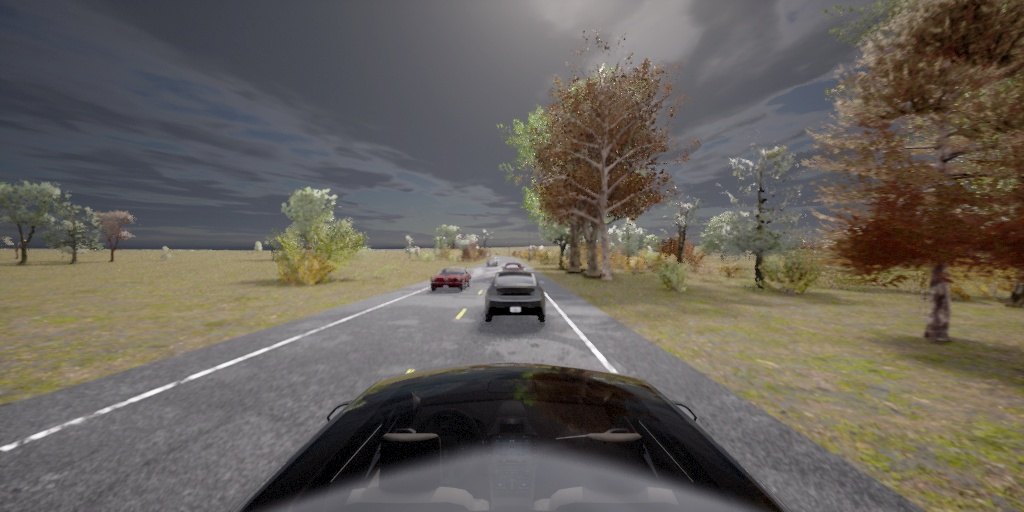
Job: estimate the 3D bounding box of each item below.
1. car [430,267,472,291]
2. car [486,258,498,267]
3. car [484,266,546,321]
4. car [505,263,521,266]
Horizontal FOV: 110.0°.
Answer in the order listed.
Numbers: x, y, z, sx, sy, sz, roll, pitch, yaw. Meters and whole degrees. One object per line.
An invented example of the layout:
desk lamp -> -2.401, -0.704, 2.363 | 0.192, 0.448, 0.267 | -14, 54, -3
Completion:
car -> -3.598, 1.348, 21.696 | 1.895, 1.301, 4.718 | 0, 0, 0
car -> -3.520, 1.182, 63.489 | 2.128, 1.511, 4.902 | 0, 0, 1
car -> 0.100, 1.255, 12.487 | 1.837, 1.490, 4.892 | 0, 0, 0
car -> 0.095, 1.271, 29.668 | 1.812, 1.442, 4.674 | 0, 0, 0
